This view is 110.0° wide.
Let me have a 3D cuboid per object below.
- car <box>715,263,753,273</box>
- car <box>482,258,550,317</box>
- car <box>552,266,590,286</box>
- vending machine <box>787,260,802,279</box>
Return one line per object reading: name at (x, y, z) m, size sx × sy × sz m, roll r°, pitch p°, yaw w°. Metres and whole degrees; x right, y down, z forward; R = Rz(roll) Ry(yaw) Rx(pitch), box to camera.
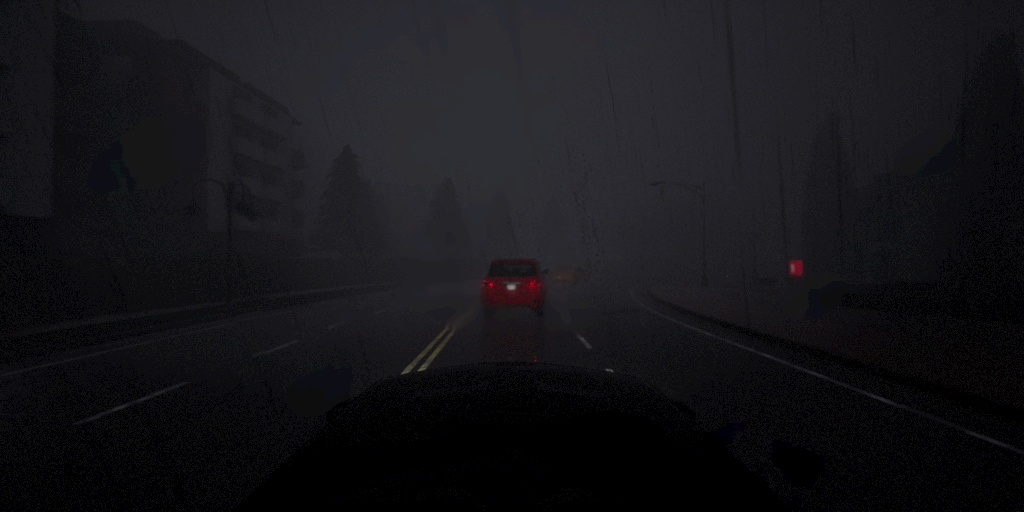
car at (34.547, 1.854, 55.184) m, size 4.892 × 1.490 × 1.837 m, roll 0°, pitch -1°, yaw -10°
car at (0.279, 1.115, 14.214) m, size 2.150 × 2.045 × 5.566 m, roll 0°, pitch 0°, yaw 6°
car at (4.947, 1.539, 29.488) m, size 1.882 × 1.535 × 5.008 m, roll 0°, pitch -1°, yaw 29°
vending machine at (34.597, 1.418, 43.676) m, size 0.880 × 2.100 × 1.100 m, roll 0°, pitch 0°, yaw -13°
